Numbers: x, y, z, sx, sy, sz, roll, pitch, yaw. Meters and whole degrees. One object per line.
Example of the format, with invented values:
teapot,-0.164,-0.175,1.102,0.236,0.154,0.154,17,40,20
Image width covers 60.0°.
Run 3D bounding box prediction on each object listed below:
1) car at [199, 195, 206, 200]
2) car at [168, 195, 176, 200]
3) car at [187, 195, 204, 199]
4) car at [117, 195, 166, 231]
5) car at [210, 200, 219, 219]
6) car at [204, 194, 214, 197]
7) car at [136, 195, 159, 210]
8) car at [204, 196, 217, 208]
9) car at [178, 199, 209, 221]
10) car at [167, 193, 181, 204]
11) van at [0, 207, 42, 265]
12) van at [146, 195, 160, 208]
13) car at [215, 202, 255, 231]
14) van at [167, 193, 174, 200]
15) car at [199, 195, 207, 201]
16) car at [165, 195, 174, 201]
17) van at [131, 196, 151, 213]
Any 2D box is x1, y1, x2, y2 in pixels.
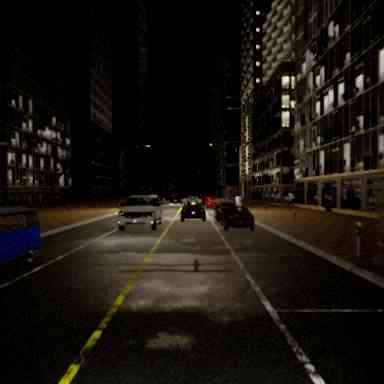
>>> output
car,2.690,1.476,88.478,1.802,1.307,4.206,0,0,0
car,-5.690,1.448,94.149,1.947,1.339,4.313,0,0,0
car,0.102,1.318,41.979,2.097,1.767,4.553,0,0,0
car,-3.099,1.208,20.829,2.150,2.045,5.566,0,0,0
car,2.689,1.549,26.128,1.947,1.339,4.313,0,0,0
car,2.690,1.264,54.469,2.192,1.841,5.009,0,0,0
car,-5.691,1.279,43.133,2.192,1.841,5.009,0,0,0
car,2.690,1.547,43.133,1.802,1.307,4.206,0,0,0
car,0.099,1.544,26.929,1.994,1.385,4.181,0,0,0
car,-3.031,1.428,62.761,2.128,1.511,4.902,0,0,1
van,-5.692,1.335,9.124,1.690,1.788,3.998,0,0,0
van,-5.691,1.298,48.802,1.690,1.788,3.998,0,0,0
car,2.689,1.532,20.461,1.887,1.381,4.507,0,0,0
van,-5.691,1.235,88.479,1.690,1.788,3.998,0,0,0
car,2.690,1.448,82.811,1.887,1.381,4.507,0,0,0
car,-5.690,1.469,82.811,1.947,1.339,4.313,0,0,0
van,-5.691,1.313,37.466,1.690,1.788,3.998,0,0,0
